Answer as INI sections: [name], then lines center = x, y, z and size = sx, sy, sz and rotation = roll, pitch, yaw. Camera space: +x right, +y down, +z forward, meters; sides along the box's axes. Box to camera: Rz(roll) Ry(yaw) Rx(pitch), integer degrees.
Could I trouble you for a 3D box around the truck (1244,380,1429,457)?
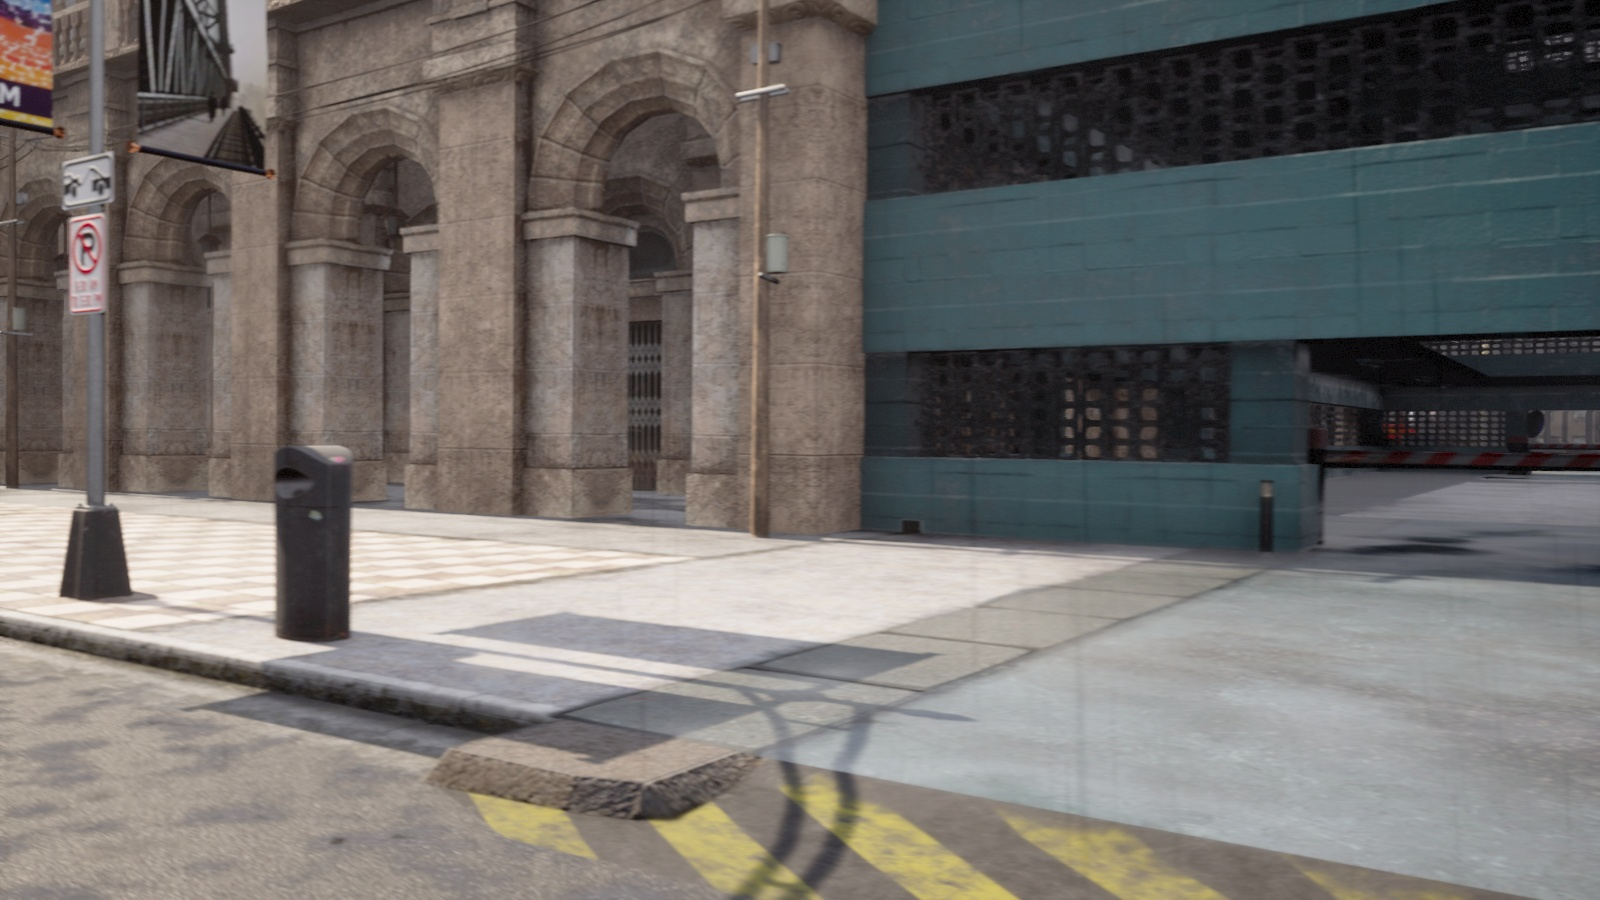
[truck]
center = 27.981, -1.583, 65.687
size = 8.468, 3.827, 2.891
rotation = 0, 1, 33
